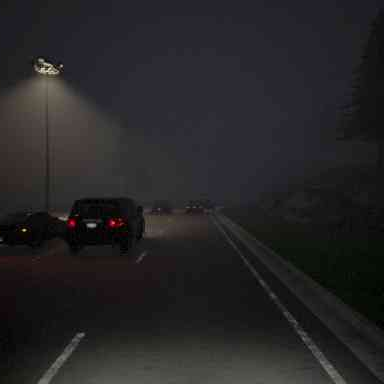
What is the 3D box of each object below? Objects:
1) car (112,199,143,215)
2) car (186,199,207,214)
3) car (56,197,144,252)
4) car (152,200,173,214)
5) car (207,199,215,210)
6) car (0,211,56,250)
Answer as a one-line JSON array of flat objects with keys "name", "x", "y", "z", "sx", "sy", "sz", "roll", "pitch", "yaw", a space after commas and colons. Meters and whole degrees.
[{"name": "car", "x": -6.668, "y": 1.491, "z": 35.078, "sx": 2.128, "sy": 1.511, "sz": 4.902, "roll": 0, "pitch": 0, "yaw": 2}, {"name": "car", "x": 0.320, "y": 1.547, "z": 34.971, "sx": 2.033, "sy": 1.411, "sz": 5.357, "roll": 0, "pitch": 0, "yaw": 2}, {"name": "car", "x": -3.400, "y": 1.221, "z": 13.934, "sx": 2.150, "sy": 2.045, "sz": 5.566, "roll": 0, "pitch": 0, "yaw": 0}, {"name": "car", "x": -3.156, "y": 1.525, "z": 35.499, "sx": 1.812, "sy": 1.442, "sz": 4.674, "roll": 0, "pitch": 0, "yaw": 3}, {"name": "car", "x": 1.840, "y": 1.564, "z": 44.116, "sx": 1.994, "sy": 1.385, "sz": 4.181, "roll": 0, "pitch": 0, "yaw": 14}, {"name": "car", "x": -6.900, "y": 1.525, "z": 14.234, "sx": 1.812, "sy": 1.442, "sz": 4.674, "roll": 0, "pitch": 0, "yaw": 0}]
